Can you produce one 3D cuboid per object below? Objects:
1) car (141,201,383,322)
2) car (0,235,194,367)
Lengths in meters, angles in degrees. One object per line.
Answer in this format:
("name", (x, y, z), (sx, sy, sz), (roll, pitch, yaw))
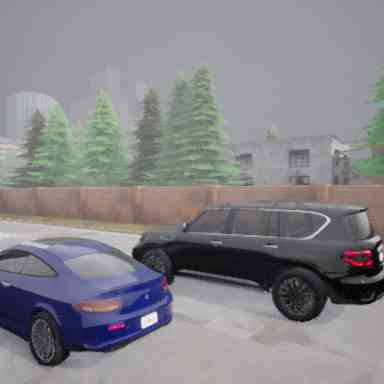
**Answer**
("car", (1.169, 1.219, 7.460), (5.566, 2.045, 2.150), (1, 0, 36))
("car", (-2.436, 1.517, 5.731), (4.674, 1.442, 1.812), (0, 0, 36))
